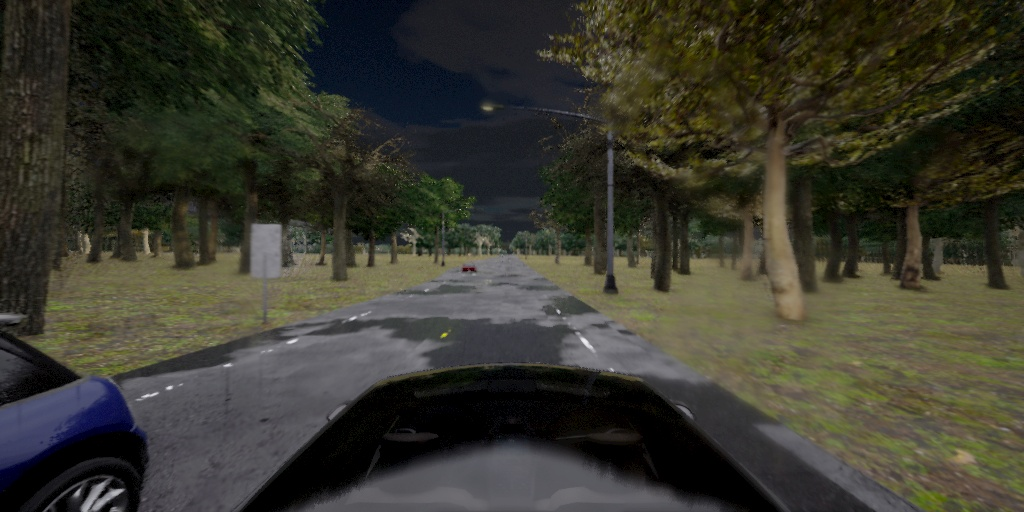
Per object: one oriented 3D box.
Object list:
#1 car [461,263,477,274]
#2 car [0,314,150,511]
[{"bbox_3d":[-5.244,1.481,43.995,1.895,1.301,4.718,0,0,-7],"label":"car"},{"bbox_3d":[-3.601,1.091,0.532,2.097,1.767,4.553,0,0,0],"label":"car"}]
